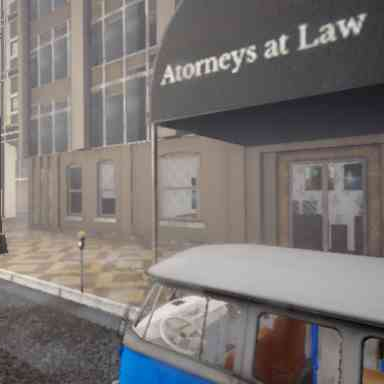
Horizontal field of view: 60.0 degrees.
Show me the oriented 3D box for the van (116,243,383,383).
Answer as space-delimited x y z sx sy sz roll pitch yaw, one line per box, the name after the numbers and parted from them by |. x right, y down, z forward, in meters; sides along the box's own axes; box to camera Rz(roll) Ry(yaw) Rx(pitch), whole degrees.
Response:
1.268 1.341 1.990 3.998 1.788 1.690 0 -1 35 | van
